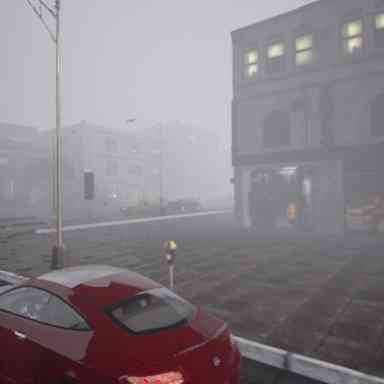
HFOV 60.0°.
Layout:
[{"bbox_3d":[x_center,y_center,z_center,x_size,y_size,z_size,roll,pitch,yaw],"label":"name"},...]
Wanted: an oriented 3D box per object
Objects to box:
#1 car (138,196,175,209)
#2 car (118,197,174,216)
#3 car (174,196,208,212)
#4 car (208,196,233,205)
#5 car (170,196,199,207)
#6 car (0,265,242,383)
[{"bbox_3d":[-4.376,1.268,41.366,1.752,1.417,4.829,-1,0,36],"label":"car"},{"bbox_3d":[-3.912,1.228,27.762,1.752,1.417,4.829,-1,0,36],"label":"car"},{"bbox_3d":[-0.757,1.203,32.099,2.008,1.369,4.403,-1,0,36],"label":"car"},{"bbox_3d":[4.135,1.199,48.610,1.895,1.301,4.718,-1,0,36],"label":"car"},{"bbox_3d":[-1.020,1.272,45.978,1.802,1.307,4.206,-1,0,36],"label":"car"},{"bbox_3d":[-1.444,1.580,4.071,4.206,1.307,1.802,0,-1,36],"label":"car"}]
